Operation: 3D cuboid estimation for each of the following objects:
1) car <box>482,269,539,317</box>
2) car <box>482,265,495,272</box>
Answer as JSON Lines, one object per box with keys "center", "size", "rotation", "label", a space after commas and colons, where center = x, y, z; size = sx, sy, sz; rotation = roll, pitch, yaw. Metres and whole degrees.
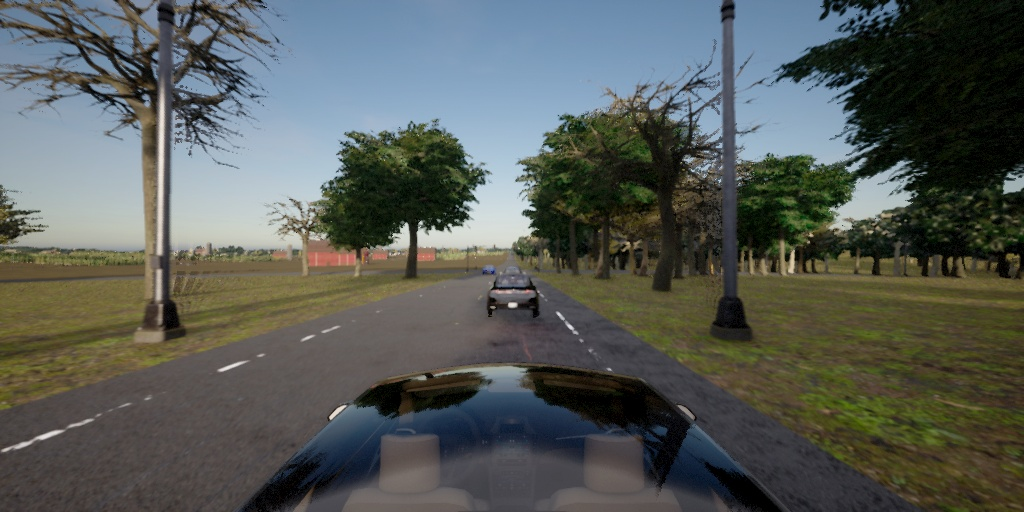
{"center": [0.045, 1.431, 14.159], "size": [2.128, 1.511, 4.902], "rotation": [0, -1, 0], "label": "car"}
{"center": [-3.573, 2.193, 56.203], "size": [1.882, 1.535, 5.008], "rotation": [0, -1, 0], "label": "car"}
